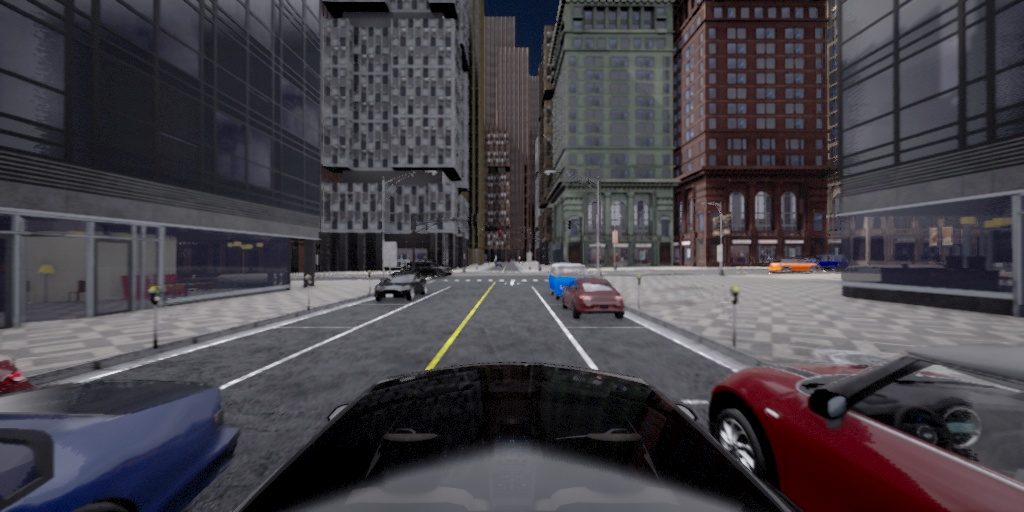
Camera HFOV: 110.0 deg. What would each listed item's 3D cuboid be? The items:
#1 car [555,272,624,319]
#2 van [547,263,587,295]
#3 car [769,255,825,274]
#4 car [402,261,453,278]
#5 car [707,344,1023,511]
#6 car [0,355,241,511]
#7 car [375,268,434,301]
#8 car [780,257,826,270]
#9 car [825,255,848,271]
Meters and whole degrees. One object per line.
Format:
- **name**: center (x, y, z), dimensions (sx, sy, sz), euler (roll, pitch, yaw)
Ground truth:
- **car**: center (2.856, 1.451, 13.164), dimensions (1.802, 1.307, 4.207), euler (0, 0, 0)
- **van**: center (2.856, 1.267, 18.813), dimensions (1.690, 1.789, 3.998), euler (0, 0, 0)
- **car**: center (31.175, 1.060, 39.643), dimensions (4.553, 1.767, 2.097), euler (-1, 0, 0)
- **car**: center (-9.411, 1.560, 39.606), dimensions (5.566, 2.045, 2.150), euler (-1, -1, 0)
- **car**: center (2.856, 1.191, 1.866), dimensions (1.967, 1.591, 4.097), euler (0, 0, 0)
- **car**: center (-3.102, 1.284, 0.473), dimensions (2.033, 1.411, 5.357), euler (0, -1, 0)
- **car**: center (-5.670, 1.493, 18.812), dimensions (1.948, 1.339, 4.313), euler (0, 0, 0)
- **car**: center (40.026, 1.015, 49.446), dimensions (4.553, 1.767, 2.097), euler (-1, 0, 0)
- **car**: center (39.914, 0.870, 46.211), dimensions (5.566, 2.045, 2.150), euler (-1, 0, 0)
